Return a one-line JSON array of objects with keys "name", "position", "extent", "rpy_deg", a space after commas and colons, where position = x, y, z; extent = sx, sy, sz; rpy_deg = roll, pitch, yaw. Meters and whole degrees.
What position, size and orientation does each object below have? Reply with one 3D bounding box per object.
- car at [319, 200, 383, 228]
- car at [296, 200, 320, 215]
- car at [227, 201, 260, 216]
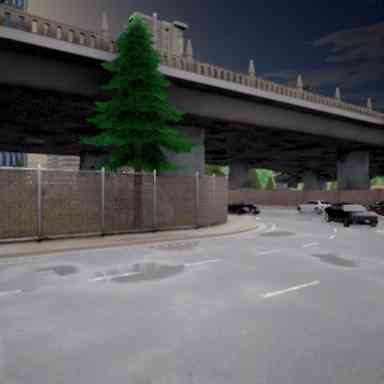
[{"name": "car", "position": [10.581, 1.473, 22.371], "extent": [1.882, 1.535, 5.008], "rpy_deg": [1, 0, 2]}, {"name": "car", "position": [12.464, 1.520, 33.407], "extent": [1.812, 1.442, 4.674], "rpy_deg": [0, 0, -18]}, {"name": "car", "position": [4.984, 1.559, 32.988], "extent": [1.994, 1.385, 4.181], "rpy_deg": [0, 0, -21]}]
